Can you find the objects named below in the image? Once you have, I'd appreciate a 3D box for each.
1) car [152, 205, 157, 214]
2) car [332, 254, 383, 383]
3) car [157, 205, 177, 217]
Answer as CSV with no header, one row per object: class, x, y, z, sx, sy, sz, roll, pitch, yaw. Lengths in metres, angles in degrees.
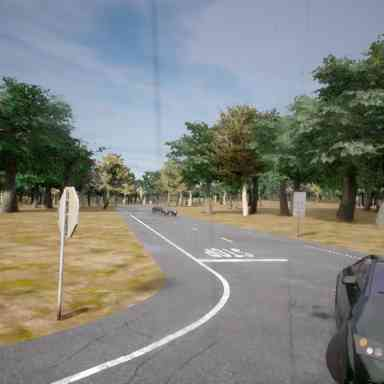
car,-5.709,2.959,56.887,1.882,1.535,5.008,3,-2,-14
car,3.113,1.643,4.634,1.994,1.385,4.181,1,-1,22
car,-3.457,2.848,48.040,1.895,1.301,4.718,3,-2,-13
